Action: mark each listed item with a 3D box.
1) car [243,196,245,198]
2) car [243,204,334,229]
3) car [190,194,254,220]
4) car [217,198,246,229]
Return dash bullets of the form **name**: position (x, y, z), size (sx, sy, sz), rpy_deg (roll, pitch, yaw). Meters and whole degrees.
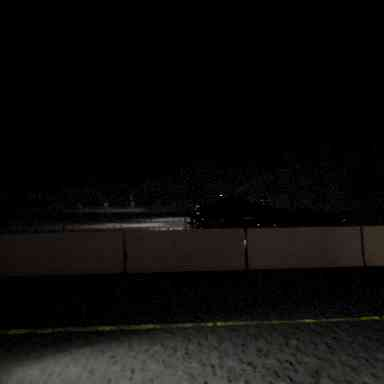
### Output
- **car**: position (2.409, 1.262, 21.493), size (4.902, 1.511, 2.128), rpy_deg (-1, 1, -3)
- **car**: position (4.515, 1.369, 14.597), size (4.181, 1.385, 1.994), rpy_deg (-1, 1, -3)
- **car**: position (2.178, 1.095, 24.985), size (4.553, 1.767, 2.097), rpy_deg (-1, 1, -3)
- **car**: position (2.560, 1.305, 17.996), size (4.892, 1.490, 1.837), rpy_deg (-1, 1, -3)
